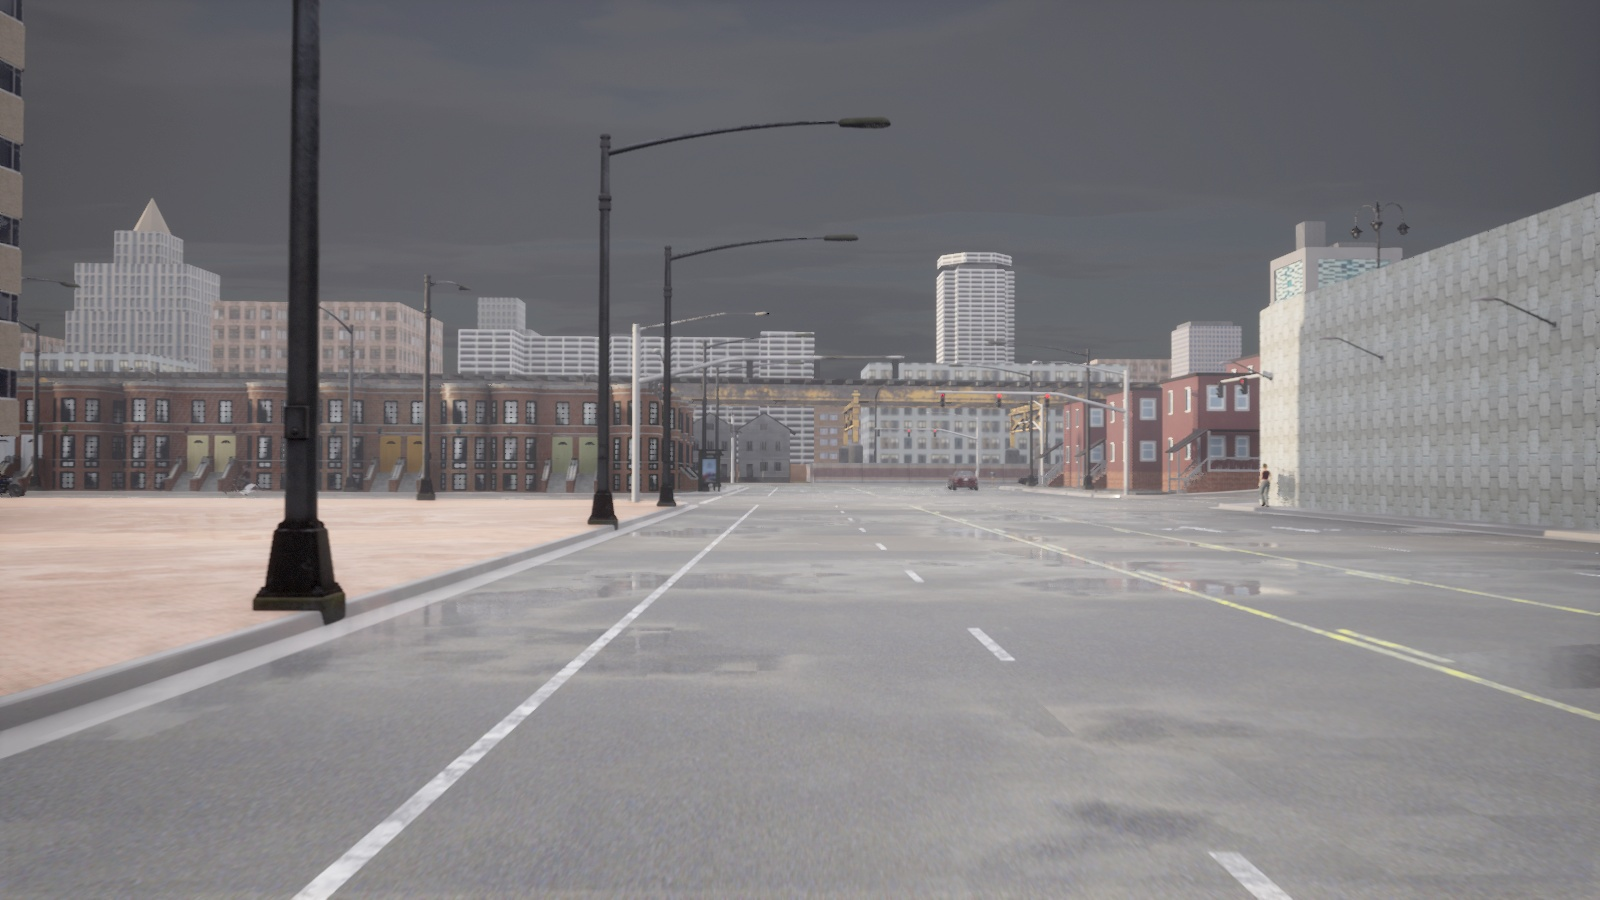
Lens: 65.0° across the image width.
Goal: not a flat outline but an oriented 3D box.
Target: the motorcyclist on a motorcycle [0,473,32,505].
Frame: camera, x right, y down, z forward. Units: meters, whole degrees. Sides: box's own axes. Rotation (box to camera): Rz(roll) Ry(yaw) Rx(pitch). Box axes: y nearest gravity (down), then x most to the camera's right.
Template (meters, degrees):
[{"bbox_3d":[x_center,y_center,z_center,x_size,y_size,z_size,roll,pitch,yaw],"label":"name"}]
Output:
[{"bbox_3d":[-41.420,2.025,65.375,2.350,1.649,0.766,0,-1,0],"label":"motorcyclist on a motorcycle"}]

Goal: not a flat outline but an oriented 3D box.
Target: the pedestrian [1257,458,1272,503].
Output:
[{"bbox_3d":[19.176,1.261,51.849,0.345,1.836,0.594,0,-1,0],"label":"pedestrian"}]

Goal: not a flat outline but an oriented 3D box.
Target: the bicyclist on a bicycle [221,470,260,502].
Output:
[{"bbox_3d":[-30.705,1.962,68.937,1.843,1.776,0.659,0,-1,0],"label":"bicyclist on a bicycle"}]
